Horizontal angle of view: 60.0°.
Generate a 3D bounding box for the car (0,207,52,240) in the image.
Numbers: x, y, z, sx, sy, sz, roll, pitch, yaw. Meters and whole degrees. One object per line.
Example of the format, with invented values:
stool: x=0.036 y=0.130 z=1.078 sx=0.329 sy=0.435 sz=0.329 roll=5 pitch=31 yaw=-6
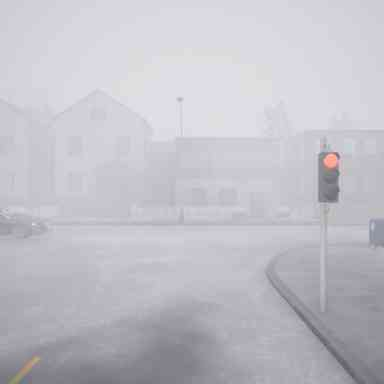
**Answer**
car: x=-9.452 y=1.492 z=16.254 sx=4.902 sy=1.511 sz=2.128 roll=0 pitch=0 yaw=0
